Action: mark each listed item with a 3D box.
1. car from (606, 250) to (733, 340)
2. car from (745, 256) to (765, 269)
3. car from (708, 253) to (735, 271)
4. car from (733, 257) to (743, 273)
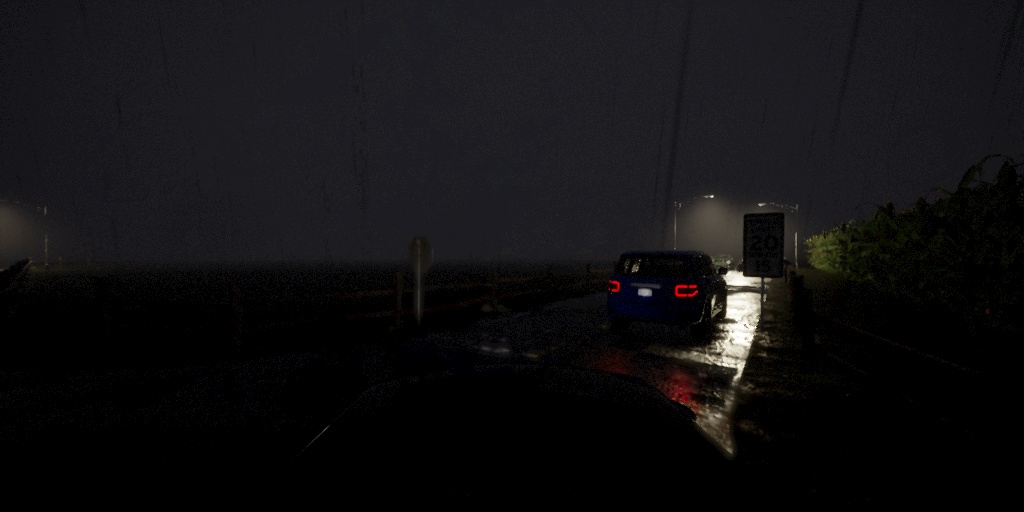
[{"bbox_3d":[4.519,0.866,10.015,2.150,2.045,5.566,1,1,37],"label":"car"},{"bbox_3d":[29.432,0.775,43.372,1.812,1.442,4.674,1,1,37],"label":"car"},{"bbox_3d":[23.379,0.624,39.863,2.097,1.767,4.553,1,1,37],"label":"car"},{"bbox_3d":[23.220,0.840,34.971,2.128,1.511,4.902,1,1,37],"label":"car"}]
